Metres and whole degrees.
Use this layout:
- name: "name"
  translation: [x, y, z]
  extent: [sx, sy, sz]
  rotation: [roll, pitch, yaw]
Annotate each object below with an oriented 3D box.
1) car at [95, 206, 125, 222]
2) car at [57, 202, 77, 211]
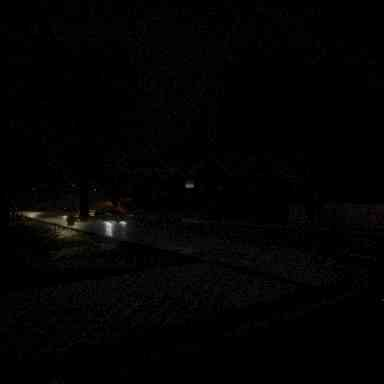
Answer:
- name: "car"
  translation: [-8.461, 2.190, 34.007]
  extent: [1.812, 1.442, 4.674]
  rotation: [0, -1, -35]
- name: "car"
  translation: [-17.852, 2.147, 47.429]
  extent: [1.882, 1.535, 5.008]
  rotation: [0, -1, -35]
